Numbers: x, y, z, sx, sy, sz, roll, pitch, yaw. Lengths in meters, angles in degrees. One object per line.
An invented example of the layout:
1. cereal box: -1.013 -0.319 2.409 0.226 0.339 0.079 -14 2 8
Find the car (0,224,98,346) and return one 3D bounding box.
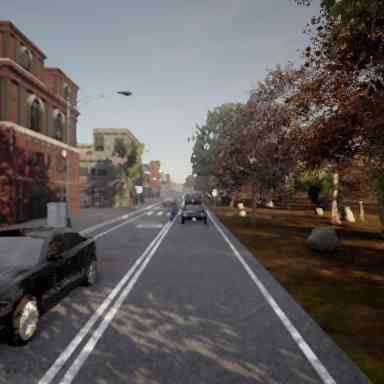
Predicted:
1. car: -3.333 1.481 6.561 1.882 1.535 5.008 0 0 0

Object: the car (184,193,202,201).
1. car: 0.113 1.174 44.103 2.150 2.045 5.566 0 0 0

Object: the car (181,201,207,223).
1. car: 0.135 1.600 25.205 1.895 1.301 4.718 0 0 0

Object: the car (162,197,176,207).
1. car: -3.329 1.460 49.358 1.812 1.442 4.674 0 0 0
